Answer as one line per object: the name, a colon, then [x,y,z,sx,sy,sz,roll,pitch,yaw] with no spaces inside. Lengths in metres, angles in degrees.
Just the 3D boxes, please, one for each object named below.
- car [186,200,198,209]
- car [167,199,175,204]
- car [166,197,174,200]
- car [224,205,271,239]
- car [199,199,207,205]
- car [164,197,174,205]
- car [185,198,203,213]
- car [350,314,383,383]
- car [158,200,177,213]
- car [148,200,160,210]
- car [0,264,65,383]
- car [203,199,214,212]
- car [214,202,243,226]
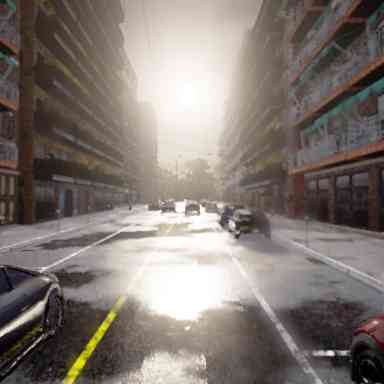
car: [0.014,2.121,58.811,2.128,1.511,4.902,0,-1,1]
car: [-5.820,2.547,91.186,1.947,1.339,4.313,1,-1,0]
car: [-5.818,2.411,80.050,2.008,1.369,4.403,1,-1,0]
car: [3.144,1.705,18.764,1.837,1.490,4.892,0,-1,0]
car: [2.828,2.471,85.586,2.008,1.369,4.403,1,-1,0]
car: [-5.816,2.236,85.620,2.192,1.841,5.009,1,-1,0]
car: [0.062,1.941,43.375,1.882,1.535,5.008,0,0,0]
car: [2.700,1.464,2.071,1.967,1.590,4.097,1,-1,0]
car: [-3.094,2.084,45.248,1.895,1.301,4.718,0,-1,0]
car: [-5.703,1.998,52.212,1.967,1.590,4.097,1,-1,0]
car: [-3.101,1.606,3.855,1.994,1.385,4.181,0,-1,0]
car: [2.704,2.025,46.782,1.752,1.417,4.829,1,-1,0]
car: [3.110,1.627,25.736,2.097,1.767,4.553,0,-1,0]
